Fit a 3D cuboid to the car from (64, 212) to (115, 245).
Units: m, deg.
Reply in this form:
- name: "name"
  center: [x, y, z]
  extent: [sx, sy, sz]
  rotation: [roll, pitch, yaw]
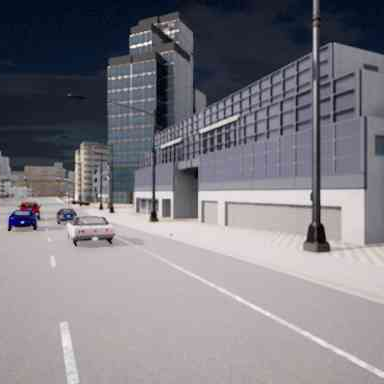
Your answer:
- name: "car"
  center: [-5.361, 1.899, 17.245]
  extent: [1.895, 1.301, 4.718]
  rotation: [0, -2, -24]

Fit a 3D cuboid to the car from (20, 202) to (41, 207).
- name: "car"
  center: [-18.397, 2.125, 37.675]
  extent: [2.150, 2.045, 5.566]
  rotation: [0, 0, -24]

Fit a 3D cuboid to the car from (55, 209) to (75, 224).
- name: "car"
  center: [-12.381, 2.337, 32.844]
  extent: [2.033, 1.411, 5.357]
  rotation: [0, -1, -24]

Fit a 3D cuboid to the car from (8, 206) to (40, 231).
- name: "car"
  center: [-13.179, 2.120, 26.085]
  extent: [1.882, 1.535, 5.008]
  rotation: [0, -2, -24]
